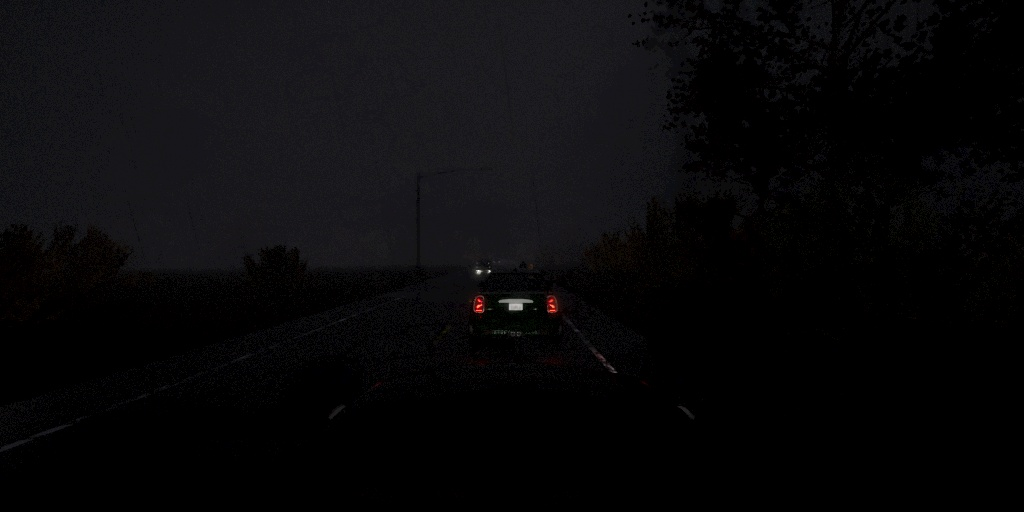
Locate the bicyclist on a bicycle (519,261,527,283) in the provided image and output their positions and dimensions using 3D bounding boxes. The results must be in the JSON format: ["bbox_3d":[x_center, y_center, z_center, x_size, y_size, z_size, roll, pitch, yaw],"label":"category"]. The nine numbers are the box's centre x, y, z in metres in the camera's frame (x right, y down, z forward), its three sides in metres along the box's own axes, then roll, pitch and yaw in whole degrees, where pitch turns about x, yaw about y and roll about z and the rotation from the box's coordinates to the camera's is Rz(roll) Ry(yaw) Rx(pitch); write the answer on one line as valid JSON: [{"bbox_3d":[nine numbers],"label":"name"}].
[{"bbox_3d":[0.842,1.193,27.212,0.582,1.620,1.656,0,0,0],"label":"bicyclist on a bicycle"}]

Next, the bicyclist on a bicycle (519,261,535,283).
[{"bbox_3d":[0.904,1.180,17.095,0.866,1.612,1.509,0,0,0],"label":"bicyclist on a bicycle"}]

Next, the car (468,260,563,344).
[{"bbox_3d":[0.073,1.099,9.751,2.097,1.767,4.553,0,0,0],"label":"car"}]

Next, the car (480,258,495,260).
[{"bbox_3d":[-3.962,1.087,51.925,2.097,1.767,4.553,0,0,-1],"label":"car"}]
